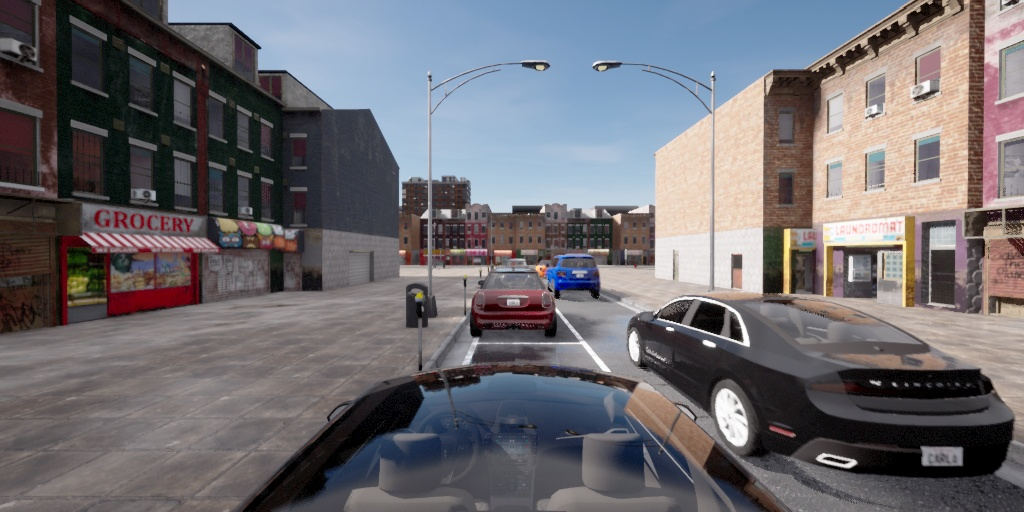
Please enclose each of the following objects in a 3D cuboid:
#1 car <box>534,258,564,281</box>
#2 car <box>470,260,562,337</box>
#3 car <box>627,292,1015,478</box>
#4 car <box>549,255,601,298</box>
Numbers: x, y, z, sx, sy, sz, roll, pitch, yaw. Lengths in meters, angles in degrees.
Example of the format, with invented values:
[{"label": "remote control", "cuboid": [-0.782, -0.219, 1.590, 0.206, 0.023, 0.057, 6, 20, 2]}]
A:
[{"label": "car", "cuboid": [3.109, 1.108, 31.115, 2.097, 1.767, 4.553, 0, 0, 0]}, {"label": "car", "cuboid": [0.033, 1.102, 10.471, 2.097, 1.767, 4.553, 0, 0, 0]}, {"label": "car", "cuboid": [3.117, 1.250, 5.022, 1.837, 1.490, 4.892, 0, -1, 0]}, {"label": "car", "cuboid": [3.021, 0.972, 18.628, 2.150, 2.045, 5.566, 0, 0, 0]}]
